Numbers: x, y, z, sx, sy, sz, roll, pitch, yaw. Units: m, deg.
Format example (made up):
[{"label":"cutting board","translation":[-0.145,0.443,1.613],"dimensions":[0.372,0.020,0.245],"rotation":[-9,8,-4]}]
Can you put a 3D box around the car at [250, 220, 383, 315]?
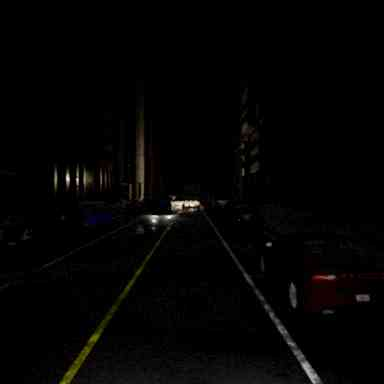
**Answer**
[{"label":"car","translation":[2.743,1.575,7.577],"dimensions":[1.887,1.381,4.507],"rotation":[0,0,0]}]

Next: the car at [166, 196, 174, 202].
[{"label":"car","translation":[-5.988,1.850,92.091],"dimensions":[1.967,1.590,4.097],"rotation":[0,0,0]}]

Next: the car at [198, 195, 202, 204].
[{"label":"car","translation":[2.619,1.693,58.303],"dimensions":[1.967,1.590,4.097],"rotation":[0,0,0]}]

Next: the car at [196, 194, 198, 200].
[{"label":"car","translation":[2.564,1.799,80.847],"dimensions":[1.967,1.590,4.097],"rotation":[0,0,0]}]

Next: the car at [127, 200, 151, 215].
[{"label":"car","translation":[-5.851,1.691,35.724],"dimensions":[1.887,1.381,4.507],"rotation":[0,0,0]}]

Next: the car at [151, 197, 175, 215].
[{"label":"car","translation":[-3.183,1.628,36.505],"dimensions":[1.882,1.535,5.008],"rotation":[0,0,0]}]

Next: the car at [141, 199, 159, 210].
[{"label":"car","translation":[-5.878,1.764,46.997],"dimensions":[1.947,1.339,4.313],"rotation":[0,0,0]}]

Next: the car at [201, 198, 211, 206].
[{"label":"car","translation":[2.605,1.805,64.109],"dimensions":[1.752,1.417,4.829],"rotation":[0,0,0]}]

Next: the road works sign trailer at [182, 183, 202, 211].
[{"label":"road works sign trailer","translation":[-0.105,0.646,43.344],"dimensions":[2.380,3.560,2.880],"rotation":[0,0,0]}]

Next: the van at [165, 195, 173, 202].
[{"label":"van","translation":[-5.975,1.724,86.455],"dimensions":[1.690,1.788,3.998],"rotation":[0,0,0]}]

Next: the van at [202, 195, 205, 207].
[{"label":"van","translation":[2.646,1.541,47.031],"dimensions":[1.690,1.788,3.998],"rotation":[0,0,0]}]

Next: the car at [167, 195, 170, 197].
[{"label":"car","translation":[-5.919,1.843,63.907],"dimensions":[1.947,1.339,4.313],"rotation":[0,0,0]}]

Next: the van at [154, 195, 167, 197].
[{"label":"van","translation":[-5.906,1.592,58.271],"dimensions":[1.690,1.788,3.998],"rotation":[0,0,0]}]

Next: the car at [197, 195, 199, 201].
[{"label":"car","translation":[2.592,1.856,69.575],"dimensions":[2.008,1.369,4.403],"rotation":[0,0,0]}]

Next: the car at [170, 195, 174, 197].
[{"label":"car","translation":[-5.947,1.645,75.181],"dimensions":[2.192,1.841,5.009],"rotation":[0,0,0]}]

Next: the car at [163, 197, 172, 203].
[{"label":"car","translation":[-5.960,1.902,80.817],"dimensions":[1.887,1.381,4.507],"rotation":[0,0,0]}]

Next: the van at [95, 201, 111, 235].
[{"label":"van","translation":[-5.810,1.415,18.814],"dimensions":[1.690,1.788,3.998],"rotation":[0,0,0]}]

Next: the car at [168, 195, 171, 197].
[{"label":"car","translation":[-5.933,1.870,69.544],"dimensions":[1.947,1.339,4.313],"rotation":[0,0,0]}]

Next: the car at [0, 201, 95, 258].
[{"label":"car","translation":[-5.797,1.366,13.178],"dimensions":[2.192,1.841,5.009],"rotation":[0,0,0]}]

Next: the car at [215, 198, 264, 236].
[{"label":"car","translation":[2.715,1.390,18.850],"dimensions":[2.192,1.841,5.009],"rotation":[0,0,0]}]

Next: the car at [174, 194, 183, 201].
[{"label":"car","translation":[-3.191,1.666,79.007],"dimensions":[1.994,1.385,4.181],"rotation":[0,0,0]}]

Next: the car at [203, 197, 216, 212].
[{"label":"car","translation":[2.660,1.700,41.564],"dimensions":[1.752,1.417,4.829],"rotation":[0,0,0]}]
